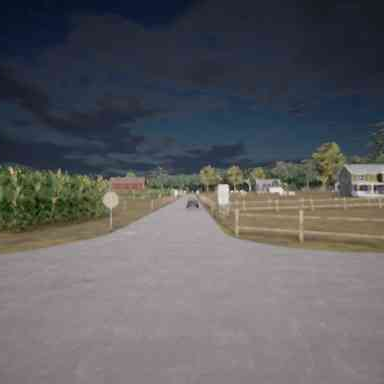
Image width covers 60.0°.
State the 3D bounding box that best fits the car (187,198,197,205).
[{"bbox_3d":[0.019,1.858,65.356,1.994,1.385,4.181,0,0,0],"label":"car"}]

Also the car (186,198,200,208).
[{"bbox_3d":[0.112,1.768,52.356,1.837,1.490,4.892,0,-1,0],"label":"car"}]
